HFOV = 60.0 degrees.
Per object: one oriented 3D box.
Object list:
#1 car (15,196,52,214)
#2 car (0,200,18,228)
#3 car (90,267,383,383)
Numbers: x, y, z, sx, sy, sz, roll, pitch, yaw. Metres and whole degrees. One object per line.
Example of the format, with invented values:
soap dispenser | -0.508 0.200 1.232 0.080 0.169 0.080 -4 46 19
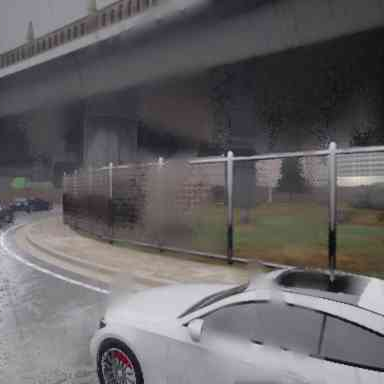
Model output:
car | -16.367 1.222 34.106 2.097 1.767 4.553 0 0 9
car | -12.517 1.438 20.743 1.812 1.442 4.674 0 0 -17
car | 1.011 1.522 3.283 4.674 1.442 1.812 0 0 36
